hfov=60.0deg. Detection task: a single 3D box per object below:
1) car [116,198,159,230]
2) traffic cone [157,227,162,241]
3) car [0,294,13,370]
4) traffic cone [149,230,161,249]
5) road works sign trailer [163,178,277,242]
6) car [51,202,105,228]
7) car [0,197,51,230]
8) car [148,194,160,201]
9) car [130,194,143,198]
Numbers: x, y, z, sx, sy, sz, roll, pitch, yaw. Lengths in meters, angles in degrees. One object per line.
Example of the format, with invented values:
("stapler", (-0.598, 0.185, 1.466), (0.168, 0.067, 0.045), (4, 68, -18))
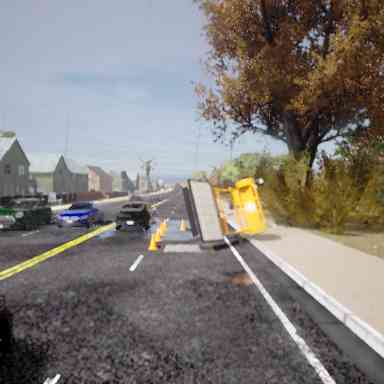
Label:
("car", (-3.289, 1.343, 20.020), (1.837, 1.490, 4.892), (0, 1, 0))
("traffic cone", (-1.481, 1.838, 14.592), (0.340, 0.580, 0.340), (0, 0, 0))
("car", (-3.164, 1.471, 2.277), (2.128, 1.511, 4.902), (0, 0, 0))
("traffic cone", (-1.467, 1.854, 12.592), (0.340, 0.580, 0.340), (0, 0, 0))
("road works sign trailer", (1.034, 0.818, 13.403), (2.880, 2.380, 3.560), (-24, -19, 36))
("car", (-6.743, 1.358, 20.642), (1.812, 1.442, 4.674), (0, 0, 0))
("car", (-9.985, 1.192, 19.567), (2.097, 1.767, 4.553), (0, 0, 0))
("car", (-6.980, 1.005, 62.108), (2.033, 1.411, 5.357), (0, 1, 0))
("car", (-10.237, 1.031, 60.958), (1.994, 1.385, 4.181), (0, 1, 0))
